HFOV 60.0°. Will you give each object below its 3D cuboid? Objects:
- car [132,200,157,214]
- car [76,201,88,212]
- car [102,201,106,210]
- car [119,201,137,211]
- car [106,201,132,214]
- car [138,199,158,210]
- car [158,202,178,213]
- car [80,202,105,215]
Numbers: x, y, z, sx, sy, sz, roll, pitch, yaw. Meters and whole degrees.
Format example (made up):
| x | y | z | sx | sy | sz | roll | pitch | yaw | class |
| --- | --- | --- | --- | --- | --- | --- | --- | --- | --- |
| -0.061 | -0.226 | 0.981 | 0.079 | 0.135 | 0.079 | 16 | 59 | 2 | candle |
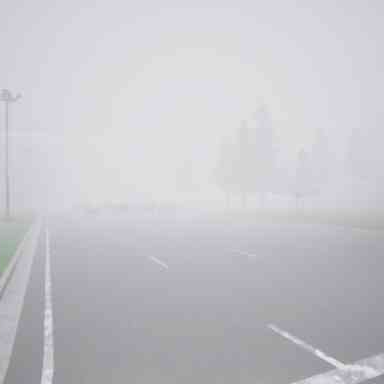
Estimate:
| x | y | z | sx | sy | sz | roll | pitch | yaw | class |
| --- | --- | --- | --- | --- | --- | --- | --- | --- | --- |
| -6.749 | 2.149 | 46.381 | 1.882 | 1.535 | 5.008 | 0 | -1 | -23 | car |
| -17.214 | 2.247 | 52.915 | 2.097 | 1.767 | 4.553 | 0 | -1 | -23 | car |
| -14.003 | 2.221 | 54.308 | 2.097 | 1.767 | 4.553 | 0 | -1 | -23 | car |
| -10.802 | 2.348 | 55.726 | 1.837 | 1.490 | 4.892 | 0 | -1 | -23 | car |
| -9.959 | 2.175 | 44.985 | 1.882 | 1.535 | 5.008 | 0 | -1 | -23 | car |
| -7.581 | 2.169 | 57.093 | 2.097 | 1.767 | 4.553 | 0 | -1 | -23 | car |
| -3.505 | 2.136 | 47.698 | 2.128 | 1.511 | 4.902 | 0 | -1 | -23 | car |
| -13.093 | 2.323 | 43.542 | 1.895 | 1.301 | 4.718 | 0 | -1 | -23 | car |
